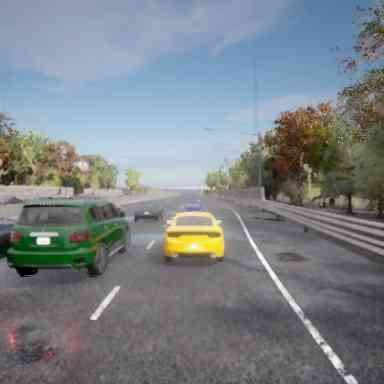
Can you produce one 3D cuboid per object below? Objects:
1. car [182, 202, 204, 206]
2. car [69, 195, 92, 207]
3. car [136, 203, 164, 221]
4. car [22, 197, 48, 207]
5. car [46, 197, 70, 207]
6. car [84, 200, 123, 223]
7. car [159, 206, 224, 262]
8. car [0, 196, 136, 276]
[{"bbox_3d":[0.084,1.519,27.582,1.812,1.442,4.674,0,0,0],"label":"car"},{"bbox_3d":[-17.543,1.358,52.497,2.097,1.767,4.553,0,0,0],"label":"car"},{"bbox_3d":[-3.418,1.557,27.120,1.994,1.385,4.181,0,0,0],"label":"car"},{"bbox_3d":[-24.535,1.531,52.208,1.812,1.442,4.674,0,0,0],"label":"car"},{"bbox_3d":[-21.039,1.509,52.363,1.837,1.490,4.892,0,0,0],"label":"car"},{"bbox_3d":[-6.921,1.499,26.578,1.837,1.490,4.892,0,0,0],"label":"car"},{"bbox_3d":[0.079,1.473,12.207,1.882,1.535,5.008,0,-1,0],"label":"car"},{"bbox_3d":[-3.432,1.218,10.418,2.150,2.045,5.566,0,0,0],"label":"car"}]
